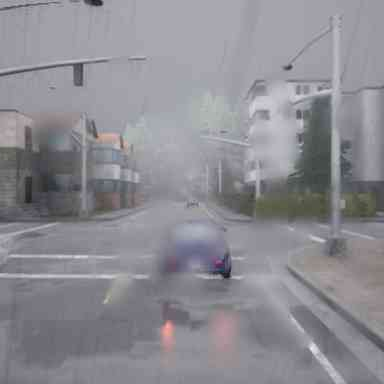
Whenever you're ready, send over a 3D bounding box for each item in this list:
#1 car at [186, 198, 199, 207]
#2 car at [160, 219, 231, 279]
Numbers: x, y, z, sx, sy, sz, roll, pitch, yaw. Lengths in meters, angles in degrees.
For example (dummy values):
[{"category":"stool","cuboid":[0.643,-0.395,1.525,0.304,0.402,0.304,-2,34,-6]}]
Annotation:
[{"category":"car","cuboid":[0.100,1.551,50.558,2.033,1.411,5.357,0,0,0]},{"category":"car","cuboid":[0.094,1.522,9.965,1.812,1.442,4.674,0,0,0]}]
